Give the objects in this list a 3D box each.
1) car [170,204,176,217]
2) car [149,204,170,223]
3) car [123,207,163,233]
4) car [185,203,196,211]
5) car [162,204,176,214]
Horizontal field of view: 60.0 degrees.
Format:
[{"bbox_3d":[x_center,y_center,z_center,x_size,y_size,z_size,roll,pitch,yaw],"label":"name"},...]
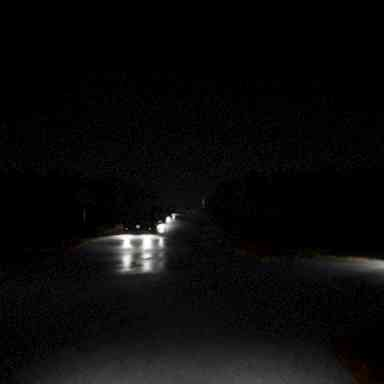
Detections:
[{"bbox_3d":[-3.391,2.170,40.456,2.128,1.511,4.902,0,-2,0],"label":"car"},{"bbox_3d":[-3.353,2.010,31.088,1.837,1.490,4.892,0,0,0],"label":"car"},{"bbox_3d":[-3.305,1.952,22.252,1.994,1.385,4.181,0,-1,-1],"label":"car"},{"bbox_3d":[-0.216,2.930,63.880,2.128,1.511,4.902,0,-1,0],"label":"car"},{"bbox_3d":[-3.414,2.546,50.606,1.837,1.490,4.892,0,-2,0],"label":"car"}]
